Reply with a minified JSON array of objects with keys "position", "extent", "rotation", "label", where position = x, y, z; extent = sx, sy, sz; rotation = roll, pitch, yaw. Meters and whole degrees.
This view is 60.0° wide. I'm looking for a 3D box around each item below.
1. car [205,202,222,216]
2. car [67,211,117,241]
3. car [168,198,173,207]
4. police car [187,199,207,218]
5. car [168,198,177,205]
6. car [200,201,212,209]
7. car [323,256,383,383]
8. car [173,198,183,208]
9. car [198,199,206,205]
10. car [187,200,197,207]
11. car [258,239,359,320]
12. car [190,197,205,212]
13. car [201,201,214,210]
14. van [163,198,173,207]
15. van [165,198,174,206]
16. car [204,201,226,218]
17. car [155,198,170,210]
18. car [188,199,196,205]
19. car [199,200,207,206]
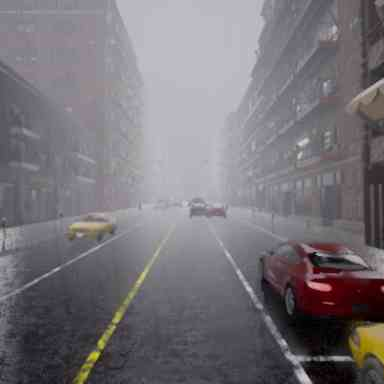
[{"position":[2.585,2.027,40.529],"extent":[1.752,1.417,4.829],"rotation":[1,-1,0],"label":"car"},{"position":[-5.294,1.740,18.137],"extent":[1.752,1.417,4.829],"rotation":[2,-1,0],"label":"car"},{"position":[-5.291,2.126,62.545],"extent":[2.192,1.841,5.009],"rotation":[2,-1,0],"label":"car"},{"position":[0.709,1.862,35.604],"extent":[1.930,1.638,5.238],"rotation":[0,-1,0],"label":"police car"},{"position":[-5.293,2.548,90.193],"extent":[2.192,1.841,5.009],"rotation":[1,-1,0],"label":"car"},{"position":[2.583,2.361,62.479],"extent":[2.008,1.369,4.403],"rotation":[1,-1,0],"label":"car"},{"position":[2.587,1.548,1.821],"extent":[1.752,1.417,4.829],"rotation":[2,-1,0],"label":"car"},{"position":[-2.767,2.389,64.682],"extent":[2.033,1.411,5.357],"rotation":[0,-1,1],"label":"car"},{"position":[2.592,2.672,90.131],"extent":[1.967,1.590,4.097],"rotation":[1,-1,0],"label":"car"},{"position":[-0.001,2.439,71.243],"extent":[1.895,1.301,4.718],"rotation":[0,-1,0],"label":"car"},{"position":[2.585,1.666,7.180],"extent":[1.802,1.307,4.206],"rotation":[1,-1,0],"label":"car"},{"position":[0.825,1.879,51.535],"extent":[2.150,2.045,5.566],"rotation":[0,-1,0],"label":"car"},{"position":[2.583,2.276,56.948],"extent":[1.887,1.381,4.507],"rotation":[1,-1,0],"label":"car"},{"position":[-5.292,2.314,73.602],"extent":[1.690,1.788,3.998],"rotation":[2,-1,0],"label":"van"},{"position":[-5.293,2.400,79.134],"extent":[1.690,1.788,3.998],"rotation":[1,-1,0],"label":"van"},{"position":[2.584,1.971,34.828],"extent":[1.887,1.381,4.507],"rotation":[1,-1,0],"label":"car"},{"position":[-5.296,2.255,56.841],"extent":[1.752,1.417,4.829],"rotation":[2,-1,0],"label":"car"},{"position":[-0.001,2.600,86.218],"extent":[1.812,1.442,4.674],"rotation":[0,-1,0],"label":"car"},{"position":[2.583,2.602,79.069],"extent":[1.887,1.381,4.507],"rotation":[1,-1,0],"label":"car"}]
